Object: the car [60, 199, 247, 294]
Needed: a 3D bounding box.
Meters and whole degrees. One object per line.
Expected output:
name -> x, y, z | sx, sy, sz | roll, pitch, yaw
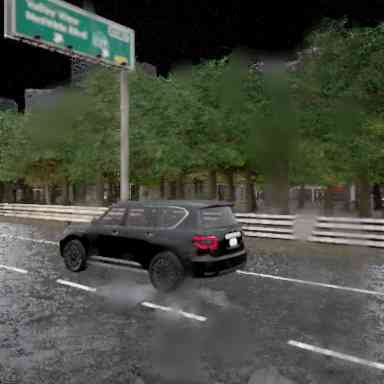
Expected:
car -> -1.247, 1.223, 9.061 | 5.566, 2.045, 2.150 | 0, 0, 36
